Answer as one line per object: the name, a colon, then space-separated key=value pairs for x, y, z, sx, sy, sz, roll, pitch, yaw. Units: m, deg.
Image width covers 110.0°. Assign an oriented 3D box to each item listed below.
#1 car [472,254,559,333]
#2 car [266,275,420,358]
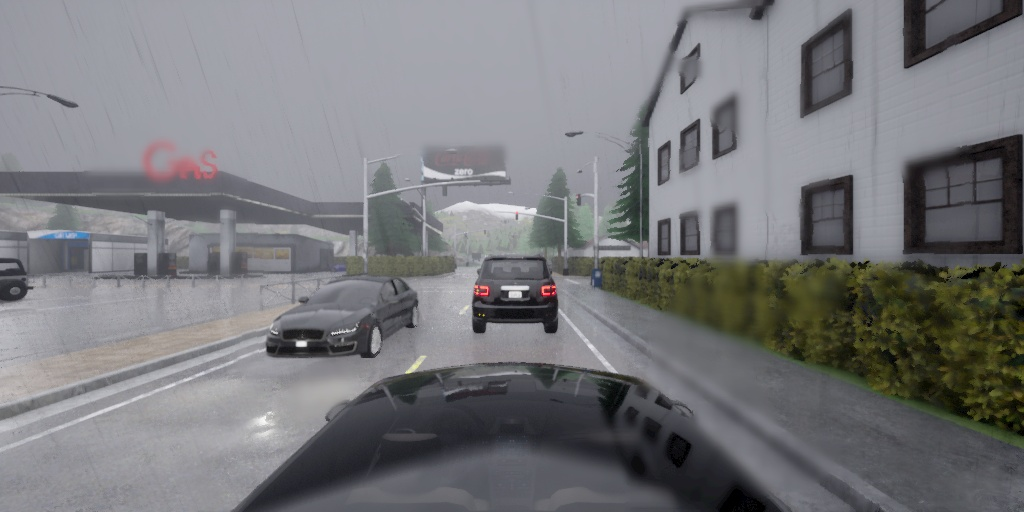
car: x=0.085 y=0.971 z=10.829 sx=2.150 sy=2.045 sz=5.566 roll=0 pitch=0 yaw=0
car: x=-3.582 y=1.255 z=8.546 sx=1.837 sy=1.490 sz=4.892 roll=0 pitch=0 yaw=0
